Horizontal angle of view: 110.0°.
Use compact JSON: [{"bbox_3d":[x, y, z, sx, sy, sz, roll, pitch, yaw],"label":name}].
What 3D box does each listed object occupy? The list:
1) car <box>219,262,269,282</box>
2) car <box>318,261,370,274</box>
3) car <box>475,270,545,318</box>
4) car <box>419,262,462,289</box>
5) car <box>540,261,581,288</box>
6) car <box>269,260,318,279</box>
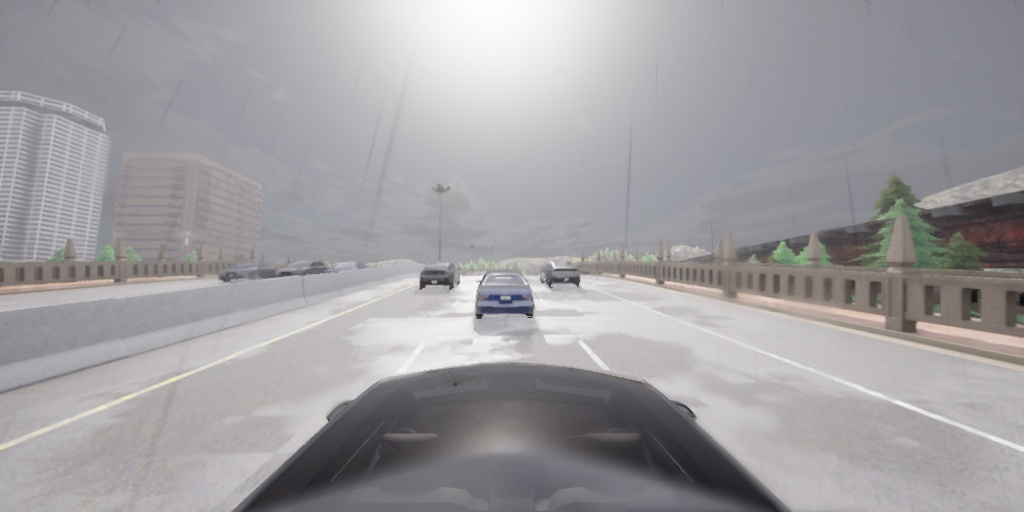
[{"bbox_3d":[-18.502,1.116,25.563,1.994,1.385,4.181,0,0,-2],"label":"car"},{"bbox_3d":[-11.492,1.072,25.393,1.812,1.442,4.674,0,0,-2],"label":"car"},{"bbox_3d":[-0.290,1.194,12.508,2.033,1.411,5.357,0,1,-2],"label":"car"},{"bbox_3d":[-4.144,1.071,21.059,1.837,1.490,4.892,0,1,-2],"label":"car"},{"bbox_3d":[2.833,1.050,21.748,2.128,1.511,4.902,0,1,-2],"label":"car"},{"bbox_3d":[-15.019,1.059,26.105,1.837,1.490,4.892,0,-1,-2],"label":"car"}]
